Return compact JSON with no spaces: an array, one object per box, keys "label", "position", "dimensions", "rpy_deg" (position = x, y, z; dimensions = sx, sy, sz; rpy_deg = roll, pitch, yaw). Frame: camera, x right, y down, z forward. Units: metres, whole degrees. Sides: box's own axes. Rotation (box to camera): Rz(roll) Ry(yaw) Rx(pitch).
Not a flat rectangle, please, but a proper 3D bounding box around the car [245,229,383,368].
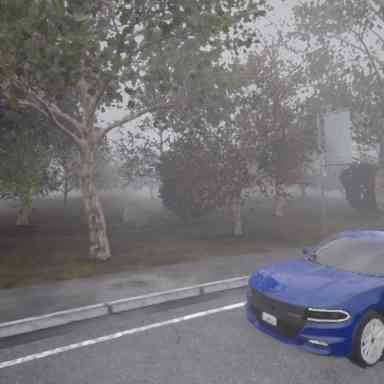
[{"label":"car","position":[3.197,1.438,5.802],"dimensions":[5.008,1.535,1.882],"rpy_deg":[0,1,-31]}]
